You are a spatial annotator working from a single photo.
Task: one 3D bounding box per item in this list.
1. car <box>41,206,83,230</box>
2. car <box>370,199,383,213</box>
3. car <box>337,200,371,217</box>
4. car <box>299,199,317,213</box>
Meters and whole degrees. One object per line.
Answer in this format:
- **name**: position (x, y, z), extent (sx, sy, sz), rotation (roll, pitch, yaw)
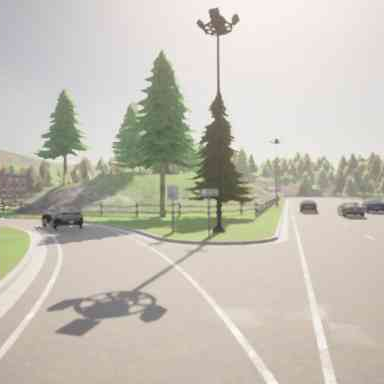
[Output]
- **car**: position (-8.867, 1.681, 22.589), extent (2.128, 1.511, 4.902), rotation (0, -1, -35)
- **car**: position (20.703, 1.588, 38.198), extent (1.882, 1.535, 5.008), rotation (0, 0, 16)
- **car**: position (15.383, 1.654, 32.358), extent (2.033, 1.411, 5.357), rotation (0, 0, 16)
- **car**: position (13.976, 1.639, 40.129), extent (1.882, 1.535, 5.008), rotation (0, 0, 16)
